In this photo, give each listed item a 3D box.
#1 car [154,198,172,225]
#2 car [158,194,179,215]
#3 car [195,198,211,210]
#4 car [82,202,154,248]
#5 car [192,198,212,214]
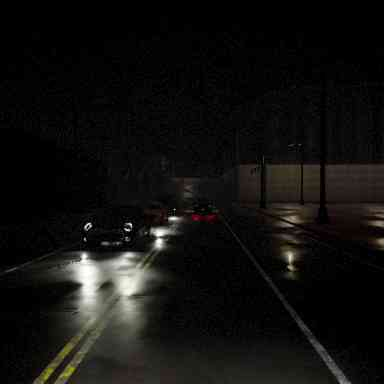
[{"bbox_3d":[-2.831,1.478,24.027,1.882,1.535,5.008,0,0,2],"label":"car"},{"bbox_3d":[-2.539,1.221,33.953,2.150,2.045,5.566,0,0,0],"label":"car"},{"bbox_3d":[1.433,1.547,44.671,2.033,1.411,5.357,0,0,2],"label":"car"},{"bbox_3d":[-3.188,1.351,14.739,2.097,1.767,4.553,0,0,2],"label":"car"},{"bbox_3d":[1.129,1.526,34.729,1.812,1.442,4.674,0,0,1],"label":"car"}]
